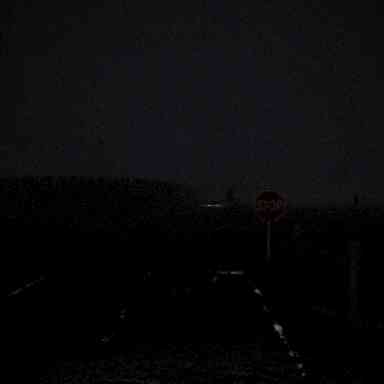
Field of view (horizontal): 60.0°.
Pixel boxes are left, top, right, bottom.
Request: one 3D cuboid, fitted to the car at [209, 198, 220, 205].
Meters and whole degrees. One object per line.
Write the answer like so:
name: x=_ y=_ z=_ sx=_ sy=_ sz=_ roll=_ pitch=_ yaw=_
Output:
car: x=4.701 y=2.019 z=70.617 sx=1.895 sy=1.301 sz=4.718 roll=0 pitch=0 yaw=12
